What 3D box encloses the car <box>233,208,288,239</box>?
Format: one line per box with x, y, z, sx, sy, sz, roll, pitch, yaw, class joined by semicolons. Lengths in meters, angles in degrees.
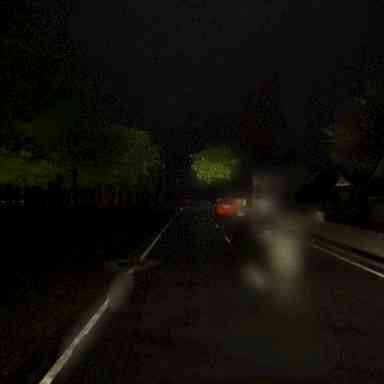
3.604;1.713;17.915;1.895;1.301;4.718;0;0;0;car

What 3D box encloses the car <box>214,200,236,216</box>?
3.606;1.666;36.672;2.097;1.767;4.553;0;-1;0;car

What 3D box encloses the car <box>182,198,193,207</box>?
-1.213;2.586;77.182;1.882;1.535;5.008;0;-1;0;car
